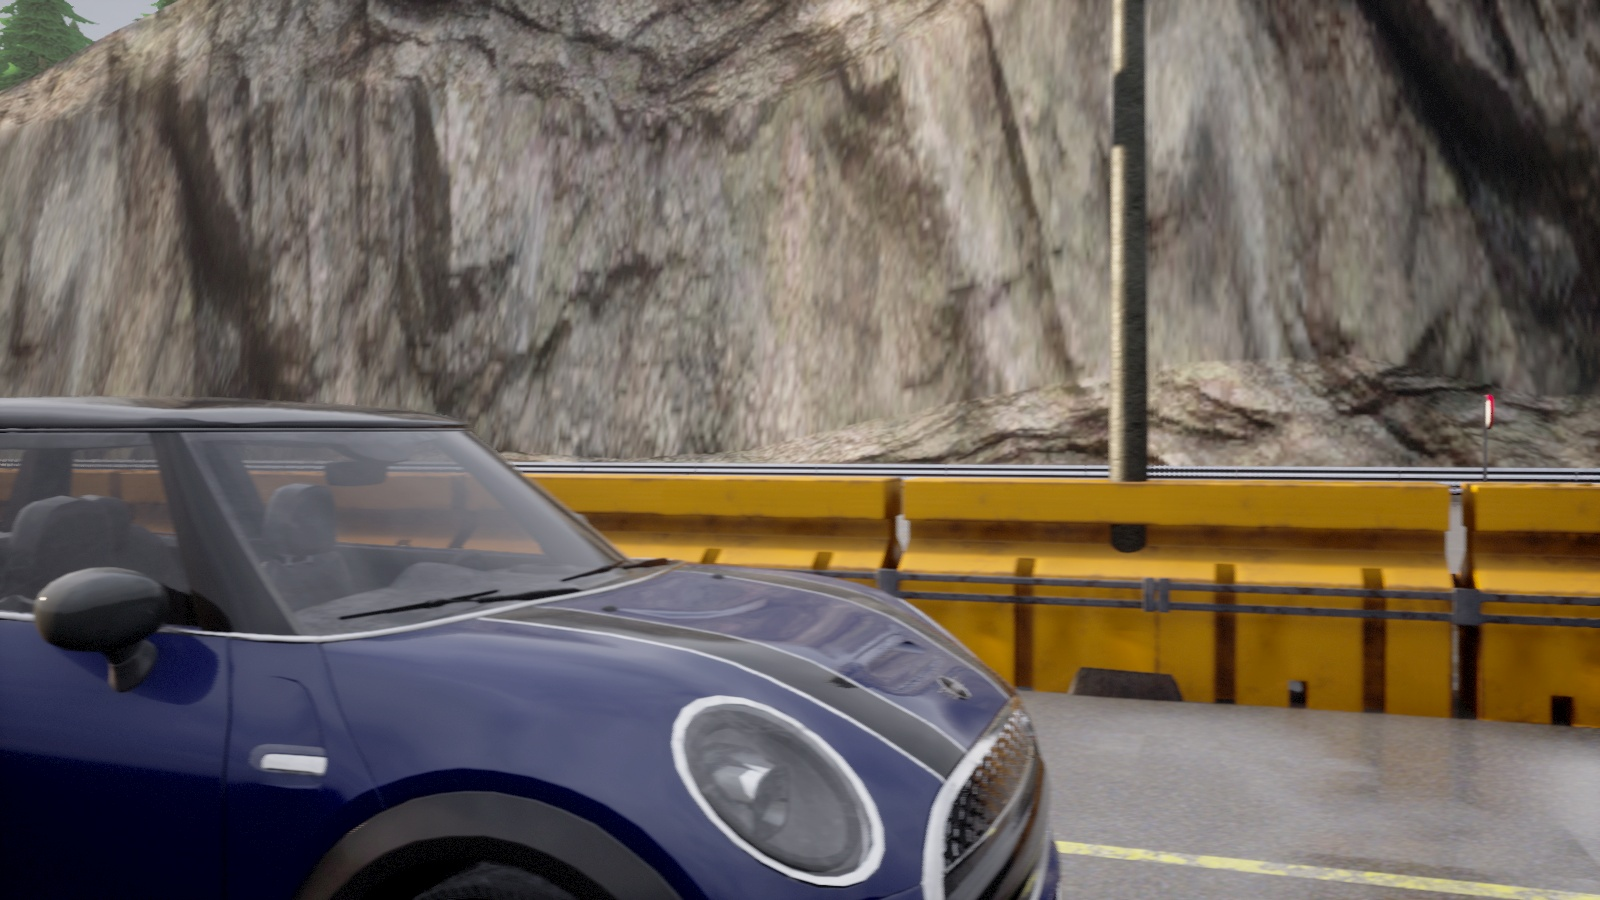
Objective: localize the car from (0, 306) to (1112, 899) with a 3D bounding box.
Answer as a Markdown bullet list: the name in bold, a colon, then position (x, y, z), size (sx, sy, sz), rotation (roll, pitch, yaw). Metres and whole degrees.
- **car**: position (-1.515, 0.619, 3.701), size (4.553, 1.767, 2.097), rotation (1, 1, 19)
